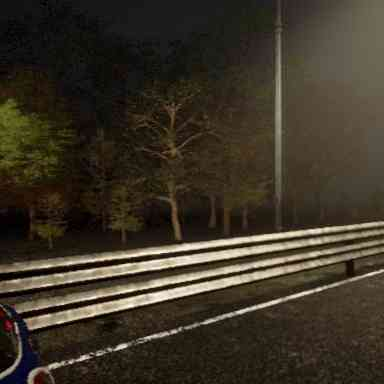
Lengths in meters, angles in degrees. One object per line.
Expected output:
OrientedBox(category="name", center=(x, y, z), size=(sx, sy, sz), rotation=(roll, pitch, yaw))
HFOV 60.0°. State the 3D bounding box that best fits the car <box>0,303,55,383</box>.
OrientedBox(category="car", center=(-3.038, 1.356, 1.519), size=(4.553, 1.767, 2.097), rotation=(0, 0, -36))
